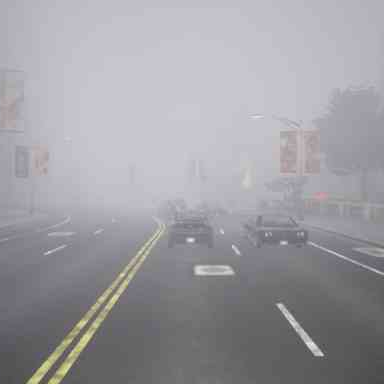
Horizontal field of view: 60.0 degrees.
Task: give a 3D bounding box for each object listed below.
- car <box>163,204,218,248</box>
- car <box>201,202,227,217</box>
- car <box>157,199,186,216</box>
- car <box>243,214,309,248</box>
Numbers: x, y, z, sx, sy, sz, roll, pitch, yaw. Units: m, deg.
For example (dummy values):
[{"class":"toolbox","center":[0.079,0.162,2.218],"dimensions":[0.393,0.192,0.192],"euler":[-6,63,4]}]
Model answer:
[{"class":"car","center":[-0.053,1.516,14.651],"dimensions":[1.837,1.490,4.892],"euler":[0,0,0]},{"class":"car","center":[1.574,1.616,31.024],"dimensions":[1.895,1.301,4.718],"euler":[0,0,-17]},{"class":"car","center":[-1.761,1.366,29.962],"dimensions":[2.097,1.767,4.553],"euler":[0,0,-17]},{"class":"car","center":[3.447,1.616,14.684],"dimensions":[1.895,1.301,4.718],"euler":[0,0,0]}]
